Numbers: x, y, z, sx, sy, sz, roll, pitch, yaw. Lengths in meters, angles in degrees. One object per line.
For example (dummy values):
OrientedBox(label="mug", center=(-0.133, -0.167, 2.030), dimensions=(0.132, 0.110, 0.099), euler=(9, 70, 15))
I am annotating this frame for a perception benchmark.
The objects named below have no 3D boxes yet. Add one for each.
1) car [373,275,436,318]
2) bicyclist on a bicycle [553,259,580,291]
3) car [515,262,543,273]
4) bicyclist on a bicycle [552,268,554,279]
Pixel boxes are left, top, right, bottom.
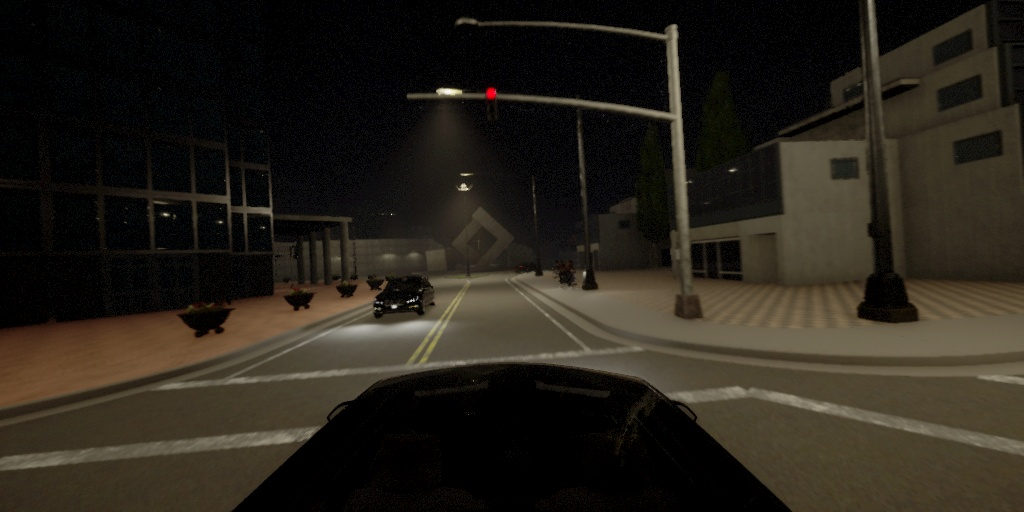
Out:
OrientedBox(label="car", center=(-4.440, 1.615, 15.334), dimensions=(1.837, 1.490, 4.892), euler=(-3, -1, -4))
OrientedBox(label="bicyclist on a bicycle", center=(3.099, 1.034, 19.130), dimensions=(0.582, 1.620, 1.656), euler=(-3, -1, -28))
OrientedBox(label="car", center=(2.410, 1.582, 50.723), dimensions=(1.837, 1.490, 4.892), euler=(-6, -2, 42))
OrientedBox(label="bicyclist on a bicycle", center=(2.869, 1.008, 21.488), dimensions=(0.582, 1.620, 1.656), euler=(-20, 24, -25))
